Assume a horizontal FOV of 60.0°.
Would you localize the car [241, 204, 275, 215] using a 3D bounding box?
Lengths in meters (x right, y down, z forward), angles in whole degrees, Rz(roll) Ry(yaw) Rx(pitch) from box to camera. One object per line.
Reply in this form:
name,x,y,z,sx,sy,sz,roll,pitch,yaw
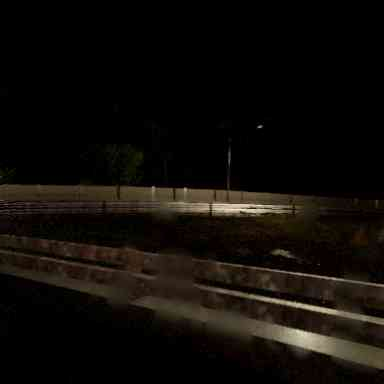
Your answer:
car,8.284,2.163,41.922,5.357,1.411,2.033,3,-1,-23
